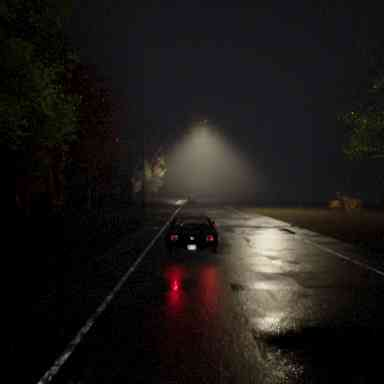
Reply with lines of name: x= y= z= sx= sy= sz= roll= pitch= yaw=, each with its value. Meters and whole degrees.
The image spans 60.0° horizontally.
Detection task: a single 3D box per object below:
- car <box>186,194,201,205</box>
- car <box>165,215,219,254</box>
car: x=0.010 y=1.530 z=57.821 sx=2.033 sy=1.411 sz=5.357 roll=0 pitch=0 yaw=0
car: x=0.003 y=1.602 z=13.552 sx=1.895 sy=1.301 sz=4.718 roll=0 pitch=0 yaw=0
